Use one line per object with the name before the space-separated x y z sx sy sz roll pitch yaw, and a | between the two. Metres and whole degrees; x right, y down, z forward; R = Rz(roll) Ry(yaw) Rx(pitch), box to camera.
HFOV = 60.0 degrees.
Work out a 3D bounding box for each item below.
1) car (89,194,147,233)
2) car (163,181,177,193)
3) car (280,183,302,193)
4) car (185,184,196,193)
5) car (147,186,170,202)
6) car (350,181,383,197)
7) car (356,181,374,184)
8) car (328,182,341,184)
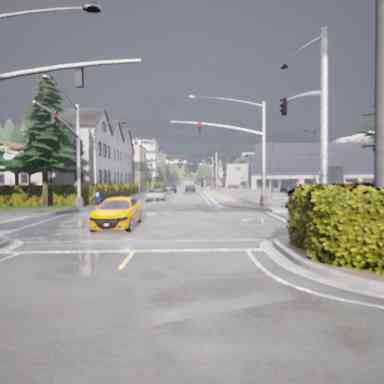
car | -3.692 1.006 16.761 1.882 1.535 5.008 -1 3 0
car | -3.841 -0.827 57.985 2.150 2.045 5.566 -1 2 0
car | 15.164 -0.549 52.166 2.007 1.523 4.514 -1 2 -1
car | -0.289 -0.622 58.754 2.128 1.511 4.902 -1 2 0
car | -3.776 0.342 35.295 1.895 1.301 4.718 -1 2 0
car | 22.177 -0.471 42.203 1.932 1.855 4.605 -1 2 -1
car | 18.948 -0.184 34.316 1.905 1.878 3.866 -1 2 -1
car | 25.187 -1.053 59.600 2.152 1.636 5.027 -1 2 -1
